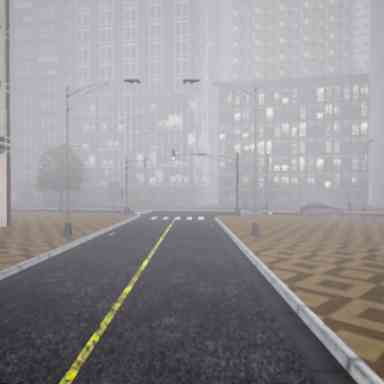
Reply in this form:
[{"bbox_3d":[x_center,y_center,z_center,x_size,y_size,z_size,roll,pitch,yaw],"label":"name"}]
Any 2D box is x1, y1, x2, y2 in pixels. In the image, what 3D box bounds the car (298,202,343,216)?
[{"bbox_3d":[12.848,1.740,33.345,4.181,1.385,1.994,0,1,14],"label":"car"}]
